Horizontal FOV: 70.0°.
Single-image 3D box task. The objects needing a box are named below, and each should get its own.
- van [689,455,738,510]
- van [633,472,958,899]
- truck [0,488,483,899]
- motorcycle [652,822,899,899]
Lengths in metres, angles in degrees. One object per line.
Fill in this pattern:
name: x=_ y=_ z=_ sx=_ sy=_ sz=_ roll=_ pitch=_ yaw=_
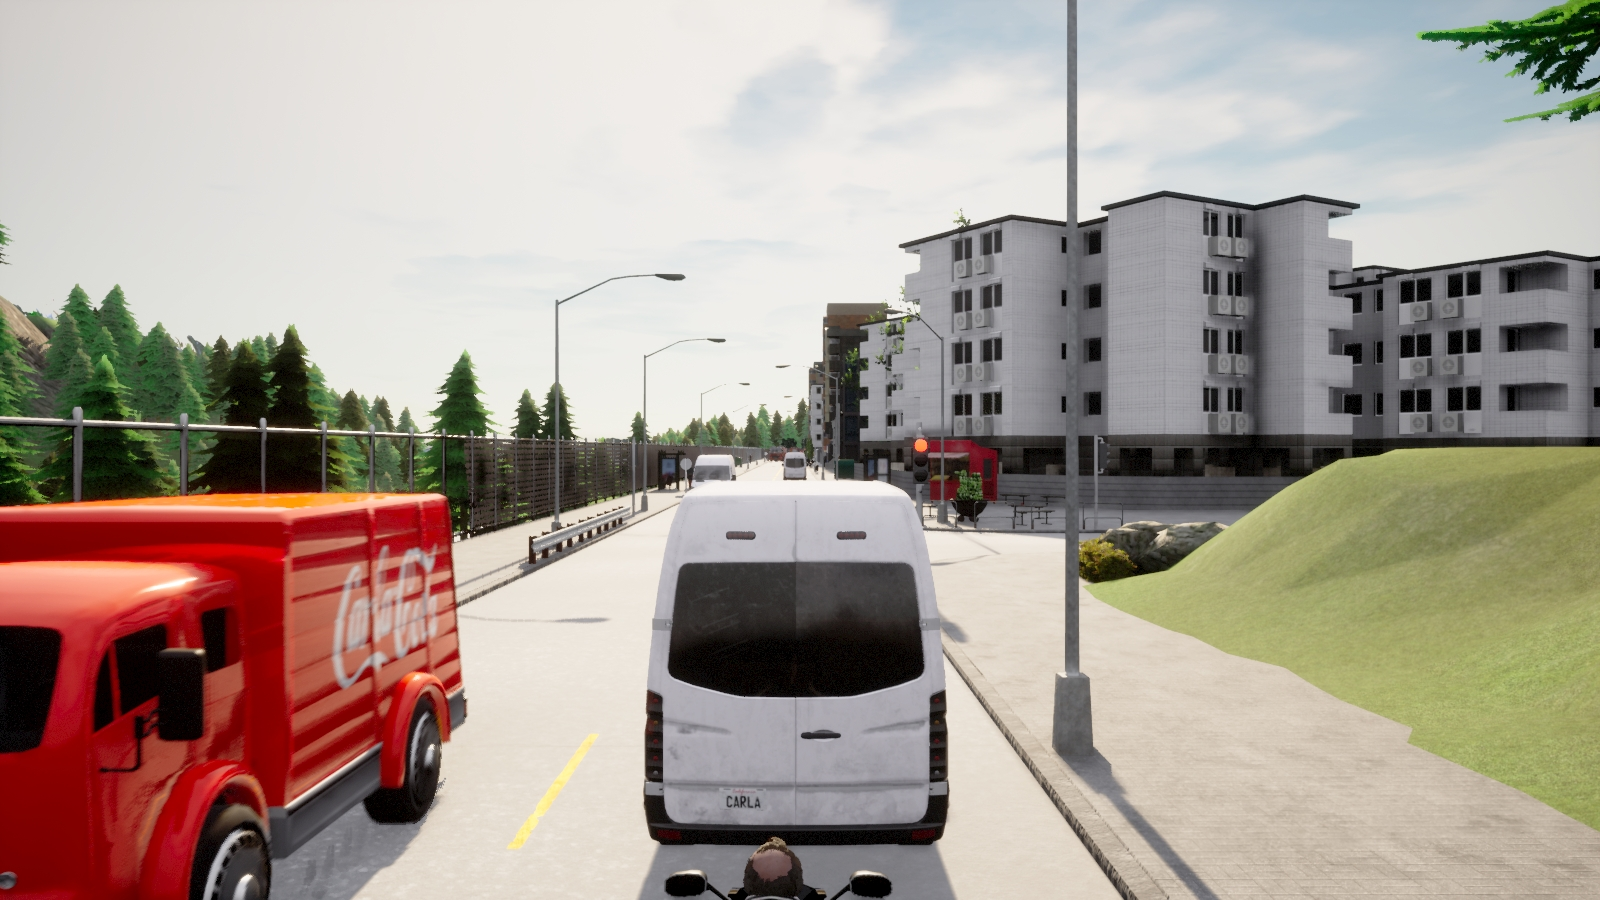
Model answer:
van: x=-4.246 y=1.534 z=56.676 sx=1.988 sy=2.561 sz=5.915 roll=0 pitch=0 yaw=0
van: x=-0.034 y=1.534 z=9.946 sx=1.988 sy=2.561 sz=5.915 roll=0 pitch=0 yaw=0
truck: x=-4.047 y=1.568 z=7.423 sx=2.627 sy=2.467 sz=5.204 roll=0 pitch=0 yaw=-1
motorcycle: x=-0.090 y=2.205 z=3.746 sx=0.867 sy=1.251 sz=2.209 roll=0 pitch=0 yaw=1
